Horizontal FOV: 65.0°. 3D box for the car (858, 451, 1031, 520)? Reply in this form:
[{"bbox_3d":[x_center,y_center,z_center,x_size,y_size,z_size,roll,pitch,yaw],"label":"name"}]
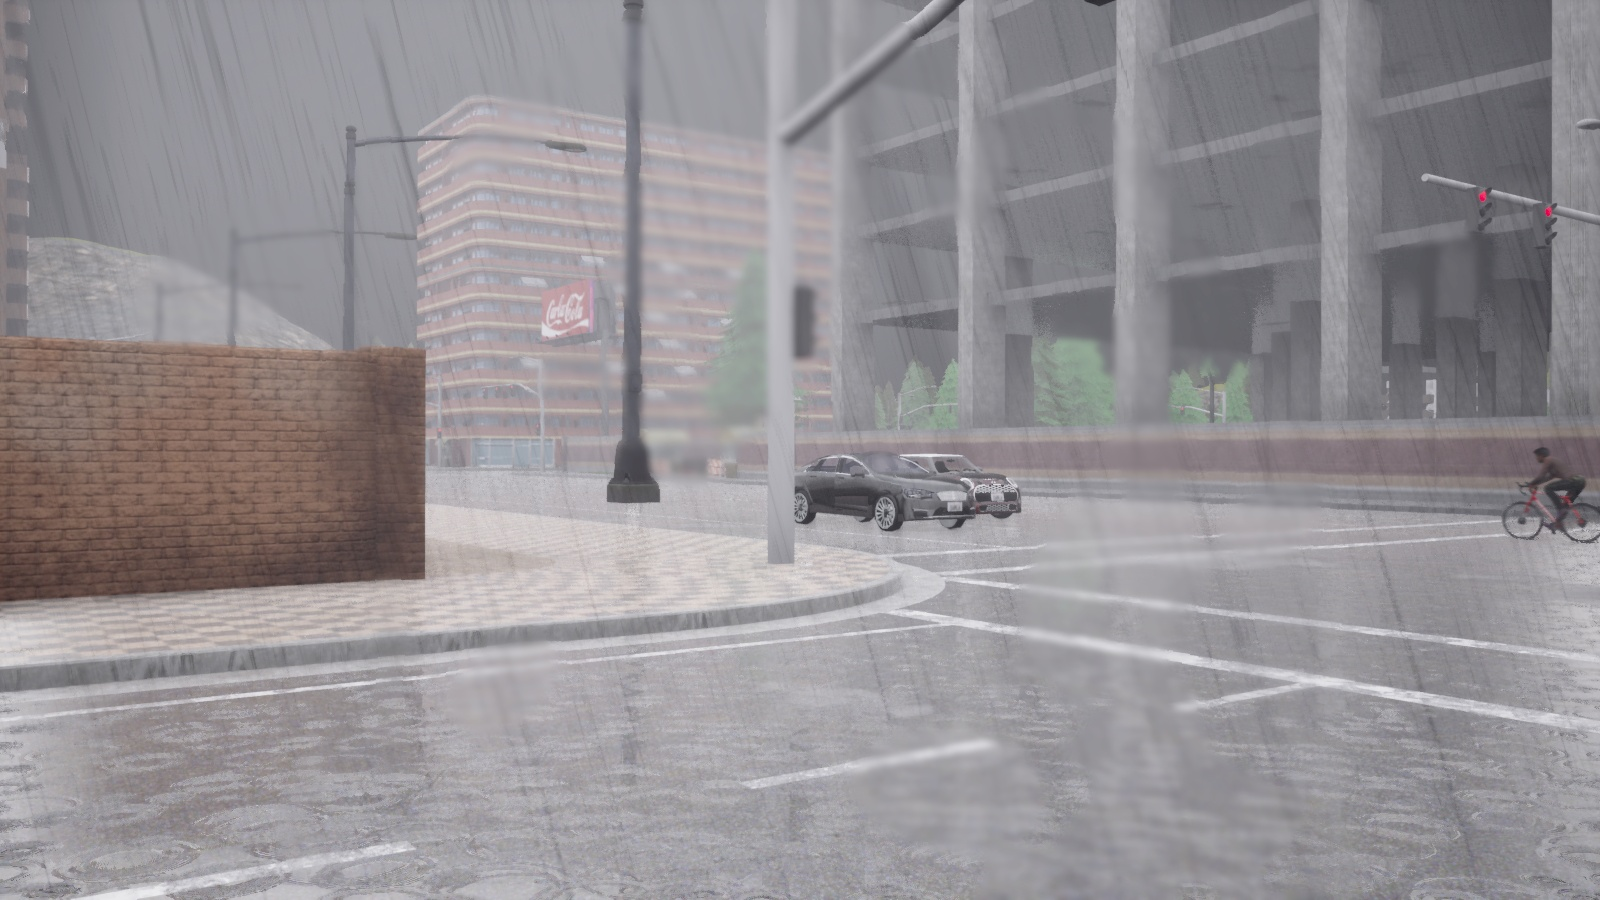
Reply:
[{"bbox_3d":[3.293,0.775,29.197,1.970,1.475,3.806,0,0,-34],"label":"car"}]

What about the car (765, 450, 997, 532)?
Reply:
[{"bbox_3d":[1.523,0.760,25.587,2.128,1.511,4.902,0,0,-34],"label":"car"}]

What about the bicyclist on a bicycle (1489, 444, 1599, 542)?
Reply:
[{"bbox_3d":[12.861,0.723,21.608,0.582,1.620,1.656,0,0,-35],"label":"bicyclist on a bicycle"}]
